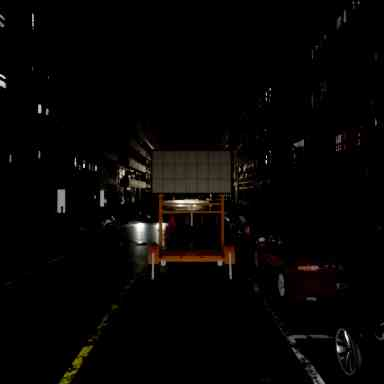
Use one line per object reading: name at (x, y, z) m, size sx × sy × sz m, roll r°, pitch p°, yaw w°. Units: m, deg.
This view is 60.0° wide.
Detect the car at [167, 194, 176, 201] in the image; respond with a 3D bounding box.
car at (-5.776, 1.287, 81.419) m, size 2.192 × 1.841 × 5.009 m, roll 0°, pitch 0°, yaw 0°

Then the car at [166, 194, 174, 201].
car at (-5.783, 1.409, 87.054) m, size 1.967 × 1.590 × 4.097 m, roll 0°, pitch 0°, yaw 0°

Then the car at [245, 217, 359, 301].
car at (2.684, 1.545, 8.151) m, size 1.887 × 1.381 × 4.507 m, roll 0°, pitch 0°, yaw 0°

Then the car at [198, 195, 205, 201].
car at (2.603, 1.497, 81.594) m, size 1.752 × 1.417 × 4.829 m, roll 0°, pitch 0°, yaw 0°

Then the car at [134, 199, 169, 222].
car at (-3.129, 1.522, 26.473) m, size 1.812 × 1.442 × 4.674 m, roll 0°, pitch 0°, yaw 0°

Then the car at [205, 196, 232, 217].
car at (2.661, 1.310, 30.696) m, size 2.192 × 1.841 × 5.009 m, roll 0°, pitch 0°, yaw 0°

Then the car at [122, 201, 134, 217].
car at (-5.721, 1.521, 30.520) m, size 1.752 × 1.417 × 4.829 m, roll 0°, pitch 0°, yaw 0°

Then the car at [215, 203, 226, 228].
car at (2.672, 1.549, 19.423) m, size 2.008 × 1.369 × 4.403 m, roll 0°, pitch 0°, yaw 0°

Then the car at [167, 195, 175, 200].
car at (-5.789, 1.510, 92.692) m, size 1.887 × 1.381 × 4.507 m, roll 0°, pitch 0°, yaw 0°

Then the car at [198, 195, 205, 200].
car at (2.591, 1.510, 92.696) m, size 1.887 × 1.381 × 4.507 m, roll 0°, pitch 0°, yaw 0°

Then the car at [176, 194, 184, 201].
car at (-3.088, 1.323, 82.561) m, size 2.097 × 1.767 × 4.553 m, roll 0°, pitch 0°, yaw 0°

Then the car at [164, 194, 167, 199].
car at (-5.745, 1.302, 53.237) m, size 2.192 × 1.841 × 5.009 m, roll 0°, pitch 0°, yaw 0°

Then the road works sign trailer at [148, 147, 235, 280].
road works sign trailer at (-0.009, 0.464, 9.917) m, size 2.380 × 3.560 × 2.880 m, roll 0°, pitch 0°, yaw 0°

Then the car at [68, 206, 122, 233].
car at (-5.709, 1.564, 19.417) m, size 1.947 × 1.339 × 4.313 m, roll 0°, pitch 0°, yaw 0°

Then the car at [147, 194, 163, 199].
car at (-5.740, 1.429, 47.601) m, size 1.967 × 1.590 × 4.097 m, roll 0°, pitch 0°, yaw 0°

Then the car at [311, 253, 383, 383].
car at (2.690, 1.566, 2.514) m, size 1.947 × 1.339 × 4.313 m, roll 0°, pitch 0°, yaw 0°

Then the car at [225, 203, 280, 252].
car at (2.678, 1.439, 13.788) m, size 1.967 × 1.590 × 4.097 m, roll 0°, pitch 0°, yaw 0°
